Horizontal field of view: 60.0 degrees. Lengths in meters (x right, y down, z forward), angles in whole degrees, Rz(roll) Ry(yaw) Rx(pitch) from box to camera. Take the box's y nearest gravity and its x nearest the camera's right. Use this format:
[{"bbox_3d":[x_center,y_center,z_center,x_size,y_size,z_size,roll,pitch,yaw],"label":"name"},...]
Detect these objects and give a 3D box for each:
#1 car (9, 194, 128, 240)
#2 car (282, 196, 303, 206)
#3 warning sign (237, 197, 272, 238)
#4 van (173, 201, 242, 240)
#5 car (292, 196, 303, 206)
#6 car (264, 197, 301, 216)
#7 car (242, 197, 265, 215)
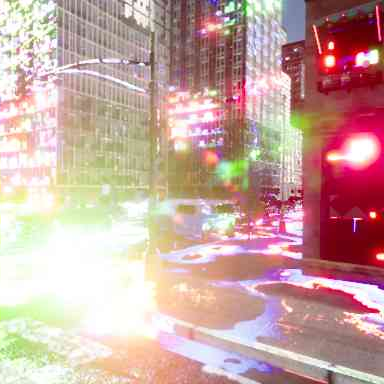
[{"bbox_3d":[-6.333,1.157,17.330,2.150,2.045,5.566,1,1,39],"label":"car"},{"bbox_3d":[16.160,1.355,53.366,1.752,1.417,4.829,1,1,35],"label":"car"},{"bbox_3d":[3.048,1.173,16.147,1.300,1.860,1.060,1,1,35],"label":"warning sign"},{"bbox_3d":[0.763,1.363,17.034,1.690,1.788,3.998,1,1,35],"label":"van"},{"bbox_3d":[16.036,1.445,48.529,1.812,1.442,4.674,1,1,35],"label":"car"},{"bbox_3d":[8.846,1.514,32.976,1.994,1.385,4.181,1,1,35],"label":"car"},{"bbox_3d":[5.298,1.503,33.492,1.895,1.301,4.718,1,1,35],"label":"car"}]
